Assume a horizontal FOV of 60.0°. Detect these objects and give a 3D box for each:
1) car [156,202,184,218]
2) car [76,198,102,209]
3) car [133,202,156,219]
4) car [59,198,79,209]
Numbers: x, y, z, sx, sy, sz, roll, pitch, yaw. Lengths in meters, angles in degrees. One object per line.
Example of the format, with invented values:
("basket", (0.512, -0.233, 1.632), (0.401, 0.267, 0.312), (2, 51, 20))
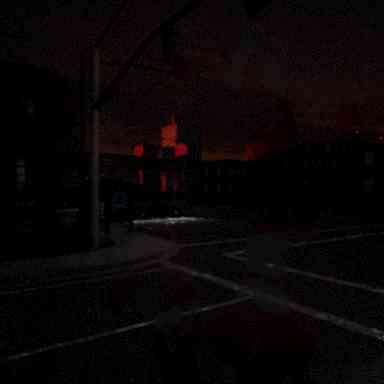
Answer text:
("car", (-2.562, 1.636, 31.102), (1.994, 1.385, 4.181), (0, 0, -36))
("car", (-15.267, 1.620, 49.200), (2.033, 1.411, 5.357), (0, 0, -35))
("car", (-5.238, 1.582, 28.838), (1.812, 1.442, 4.674), (0, 0, -35))
("car", (-17.641, 1.535, 46.484), (1.882, 1.535, 5.008), (0, -1, -35))
